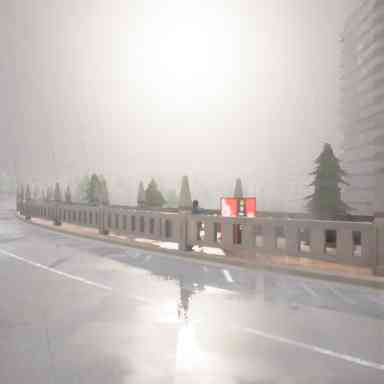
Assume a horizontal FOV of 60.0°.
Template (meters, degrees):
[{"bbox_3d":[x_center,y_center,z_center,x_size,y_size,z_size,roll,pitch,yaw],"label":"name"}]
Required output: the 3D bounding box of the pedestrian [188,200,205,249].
[{"bbox_3d":[0.136,1.141,12.074,0.375,1.860,0.375,0,0,41],"label":"pedestrian"}]

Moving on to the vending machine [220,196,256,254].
[{"bbox_3d":[1.764,1.195,12.652,0.880,2.100,1.100,0,0,41],"label":"vending machine"}]
